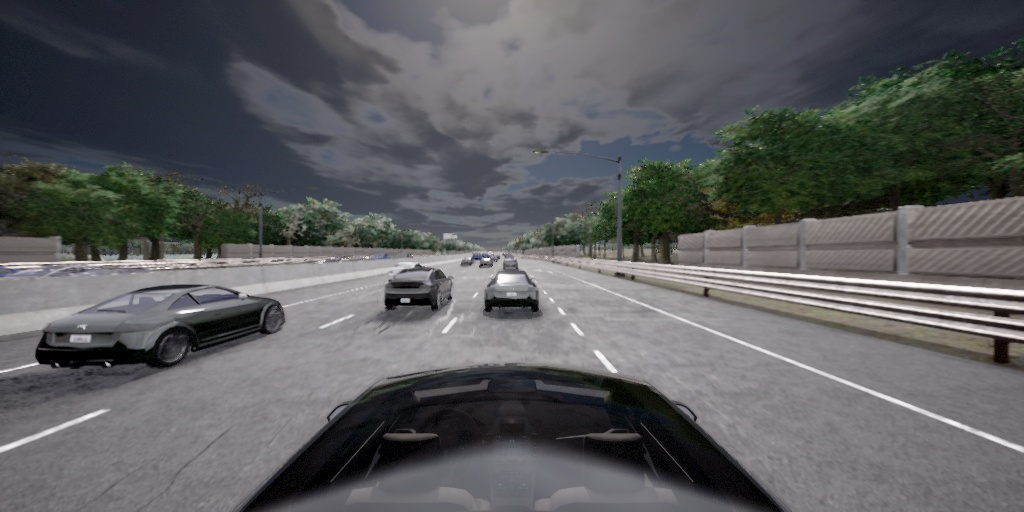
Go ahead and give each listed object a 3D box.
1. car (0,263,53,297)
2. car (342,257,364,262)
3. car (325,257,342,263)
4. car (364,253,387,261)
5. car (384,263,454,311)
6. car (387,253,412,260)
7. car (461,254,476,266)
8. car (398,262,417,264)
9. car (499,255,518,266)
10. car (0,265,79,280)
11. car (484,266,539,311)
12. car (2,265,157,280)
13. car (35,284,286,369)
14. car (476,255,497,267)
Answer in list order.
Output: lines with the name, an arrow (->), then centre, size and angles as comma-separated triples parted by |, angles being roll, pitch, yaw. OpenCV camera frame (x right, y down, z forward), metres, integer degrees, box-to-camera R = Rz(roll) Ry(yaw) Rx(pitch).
car -> -24.616, 1.157, 15.965 | 1.882, 1.535, 5.008 | 0, 1, 0
car -> -24.832, 0.882, 58.001 | 2.033, 1.411, 5.357 | 0, 0, 0
car -> -28.336, 0.897, 57.890 | 1.994, 1.385, 4.181 | 0, 1, 0
car -> -21.339, 0.555, 58.089 | 2.150, 2.045, 5.566 | 0, 1, 0
car -> -3.515, 1.199, 14.226 | 1.837, 1.490, 4.892 | 0, 0, 0
car -> -17.845, 0.560, 58.348 | 2.150, 2.045, 5.566 | 0, 1, 0
car -> -7.342, 0.866, 59.778 | 2.033, 1.411, 5.357 | 0, 0, -1
car -> -7.053, 1.132, 24.625 | 1.812, 1.442, 4.674 | 0, 0, 0
car -> -0.194, 0.928, 45.418 | 2.128, 1.511, 4.902 | 0, 0, -1
car -> -21.118, 1.166, 16.610 | 2.128, 1.511, 4.902 | 0, 0, 0
car -> -0.016, 1.256, 14.226 | 1.994, 1.385, 4.181 | 0, 0, 0
car -> -17.619, 1.227, 15.850 | 2.033, 1.411, 5.357 | 0, 0, 0
car -> -7.002, 1.300, 7.822 | 1.994, 1.385, 4.181 | 0, 0, 0
car -> -3.771, 0.919, 53.385 | 2.033, 1.411, 5.357 | 0, 0, -1
